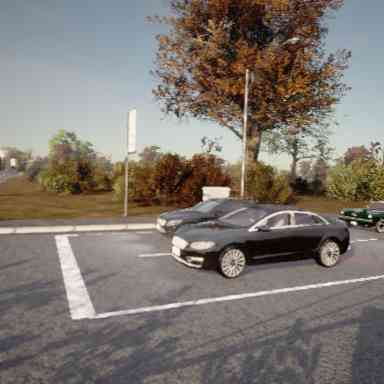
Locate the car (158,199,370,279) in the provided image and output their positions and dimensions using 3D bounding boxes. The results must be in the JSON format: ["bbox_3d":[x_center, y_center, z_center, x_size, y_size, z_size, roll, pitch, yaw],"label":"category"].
[{"bbox_3d":[1.874,1.107,8.626,4.902,1.511,2.128,1,3,-25],"label":"car"}]

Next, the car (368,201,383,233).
[{"bbox_3d":[9.289,1.107,15.836,4.718,1.301,1.895,1,3,-25],"label":"car"}]

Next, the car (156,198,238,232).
[{"bbox_3d":[1.024,0.941,12.085,4.674,1.442,1.812,1,3,-23],"label":"car"}]
